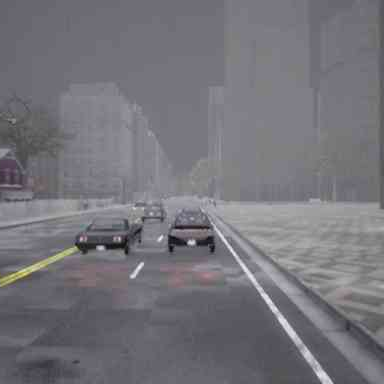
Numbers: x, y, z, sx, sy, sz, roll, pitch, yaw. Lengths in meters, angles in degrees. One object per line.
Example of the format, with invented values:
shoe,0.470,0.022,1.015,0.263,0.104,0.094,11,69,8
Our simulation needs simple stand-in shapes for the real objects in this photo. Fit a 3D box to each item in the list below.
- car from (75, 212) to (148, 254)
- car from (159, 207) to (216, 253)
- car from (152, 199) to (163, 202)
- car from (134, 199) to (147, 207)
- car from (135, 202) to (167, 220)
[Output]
car,-3.253,1.733,14.096,1.895,1.301,4.718,0,-1,0
car,0.000,1.627,14.292,2.128,1.511,4.902,0,0,0
car,-6.556,2.166,63.879,1.837,1.490,4.892,0,0,1
car,-9.804,2.130,63.658,1.882,1.535,5.008,0,-1,0
car,-3.260,1.825,28.981,2.033,1.411,5.357,0,-1,0
